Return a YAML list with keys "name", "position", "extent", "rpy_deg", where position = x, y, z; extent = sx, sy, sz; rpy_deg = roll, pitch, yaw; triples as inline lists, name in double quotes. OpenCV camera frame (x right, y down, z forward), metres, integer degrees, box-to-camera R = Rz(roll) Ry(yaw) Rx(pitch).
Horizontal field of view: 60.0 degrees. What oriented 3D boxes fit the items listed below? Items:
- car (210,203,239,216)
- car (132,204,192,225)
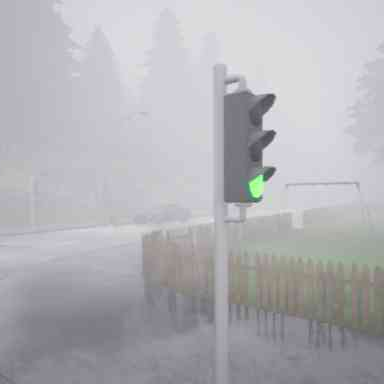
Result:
- name: "car"
  position: [3.671, 1.471, 33.781]
  extent: [2.097, 1.767, 4.553]
  rpy_deg: [-1, 0, 36]
- name: "car"
  position: [-2.110, 1.666, 25.691]
  extent: [2.033, 1.411, 5.357]
  rpy_deg: [-1, 0, 35]
